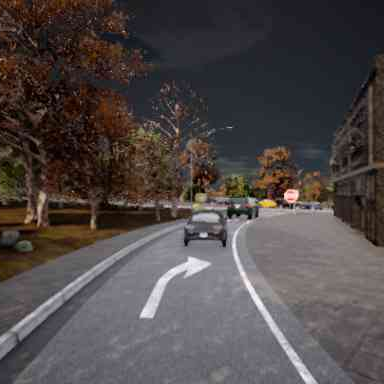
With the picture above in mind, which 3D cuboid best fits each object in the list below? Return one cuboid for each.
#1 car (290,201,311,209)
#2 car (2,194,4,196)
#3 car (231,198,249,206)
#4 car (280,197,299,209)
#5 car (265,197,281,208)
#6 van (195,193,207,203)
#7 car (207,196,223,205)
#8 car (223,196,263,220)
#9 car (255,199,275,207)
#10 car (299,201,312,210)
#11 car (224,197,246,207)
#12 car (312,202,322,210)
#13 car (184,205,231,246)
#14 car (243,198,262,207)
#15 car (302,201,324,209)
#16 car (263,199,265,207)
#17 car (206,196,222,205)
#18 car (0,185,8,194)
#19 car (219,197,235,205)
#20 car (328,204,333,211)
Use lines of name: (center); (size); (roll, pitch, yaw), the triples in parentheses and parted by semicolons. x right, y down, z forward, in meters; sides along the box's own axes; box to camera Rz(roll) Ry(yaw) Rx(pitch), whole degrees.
car: (23.622, 2.730, 72.307); (2.097, 1.535, 5.008); (2, -1, -11)
car: (-27.386, -0.066, 48.608); (2.097, 1.535, 5.008); (4, -1, -11)
car: (10.068, 2.061, 69.663); (2.163, 1.488, 4.792); (4, -1, -11)
car: (15.418, 1.910, 57.388); (2.435, 2.045, 5.566); (3, -1, -11)
car: (12.675, 2.000, 56.811); (2.097, 1.535, 5.008); (3, -1, -11)
van: (1.919, 1.281, 67.895); (1.878, 1.987, 4.442); (4, 0, -11)
car: (4.503, 1.504, 55.172); (2.163, 1.488, 4.792); (4, -1, -11)
car: (4.864, 1.452, 31.190); (2.150, 2.045, 5.566); (0, -2, 21)
car: (15.513, 2.343, 70.899); (1.946, 1.575, 5.366); (3, -1, -11)
car: (18.144, 2.314, 57.891); (2.231, 1.521, 4.892); (3, -1, -11)
car: (7.217, 1.682, 55.768); (2.163, 1.488, 4.792); (4, -1, -11)
car: (20.870, 2.483, 58.406); (2.163, 1.488, 4.792); (3, -1, -11)
car: (0.729, 1.555, 15.437); (1.812, 1.442, 4.674); (0, -1, 7)
car: (12.775, 2.190, 70.358); (1.946, 1.575, 5.366); (3, -1, -11)
car: (26.482, 2.848, 72.872); (2.231, 1.521, 4.892); (2, -1, -11)
car: (9.954, 1.704, 56.311); (2.185, 1.767, 4.553); (4, -1, -11)
car: (4.495, 1.715, 68.535); (2.002, 1.452, 4.674); (4, -1, -11)
car: (-35.311, -0.428, 60.176); (1.946, 1.575, 5.366); (4, -1, -11)
car: (7.221, 1.893, 69.074); (2.002, 1.452, 4.674); (4, -1, -11)
car: (26.347, 2.576, 59.487); (2.185, 1.767, 4.553); (2, -1, -11)
